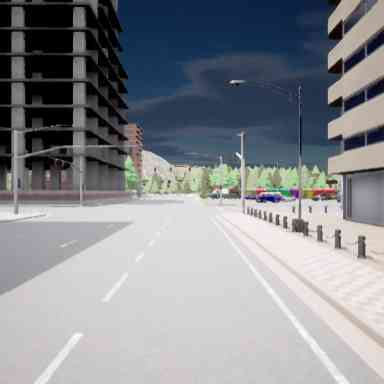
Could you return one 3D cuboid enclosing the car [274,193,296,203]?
[{"bbox_3d":[20.782,1.426,73.212,3.806,1.475,1.970,0,0,0],"label":"car"}]

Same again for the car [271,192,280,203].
[{"bbox_3d":[20.767,1.395,76.107,3.905,1.438,1.784,0,0,0],"label":"car"}]

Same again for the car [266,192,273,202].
[{"bbox_3d":[20.701,1.185,78.790,4.605,1.855,1.932,0,0,0],"label":"car"}]

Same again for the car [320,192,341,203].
[{"bbox_3d":[35.732,1.187,84.424,4.605,1.855,1.932,0,0,0],"label":"car"}]
